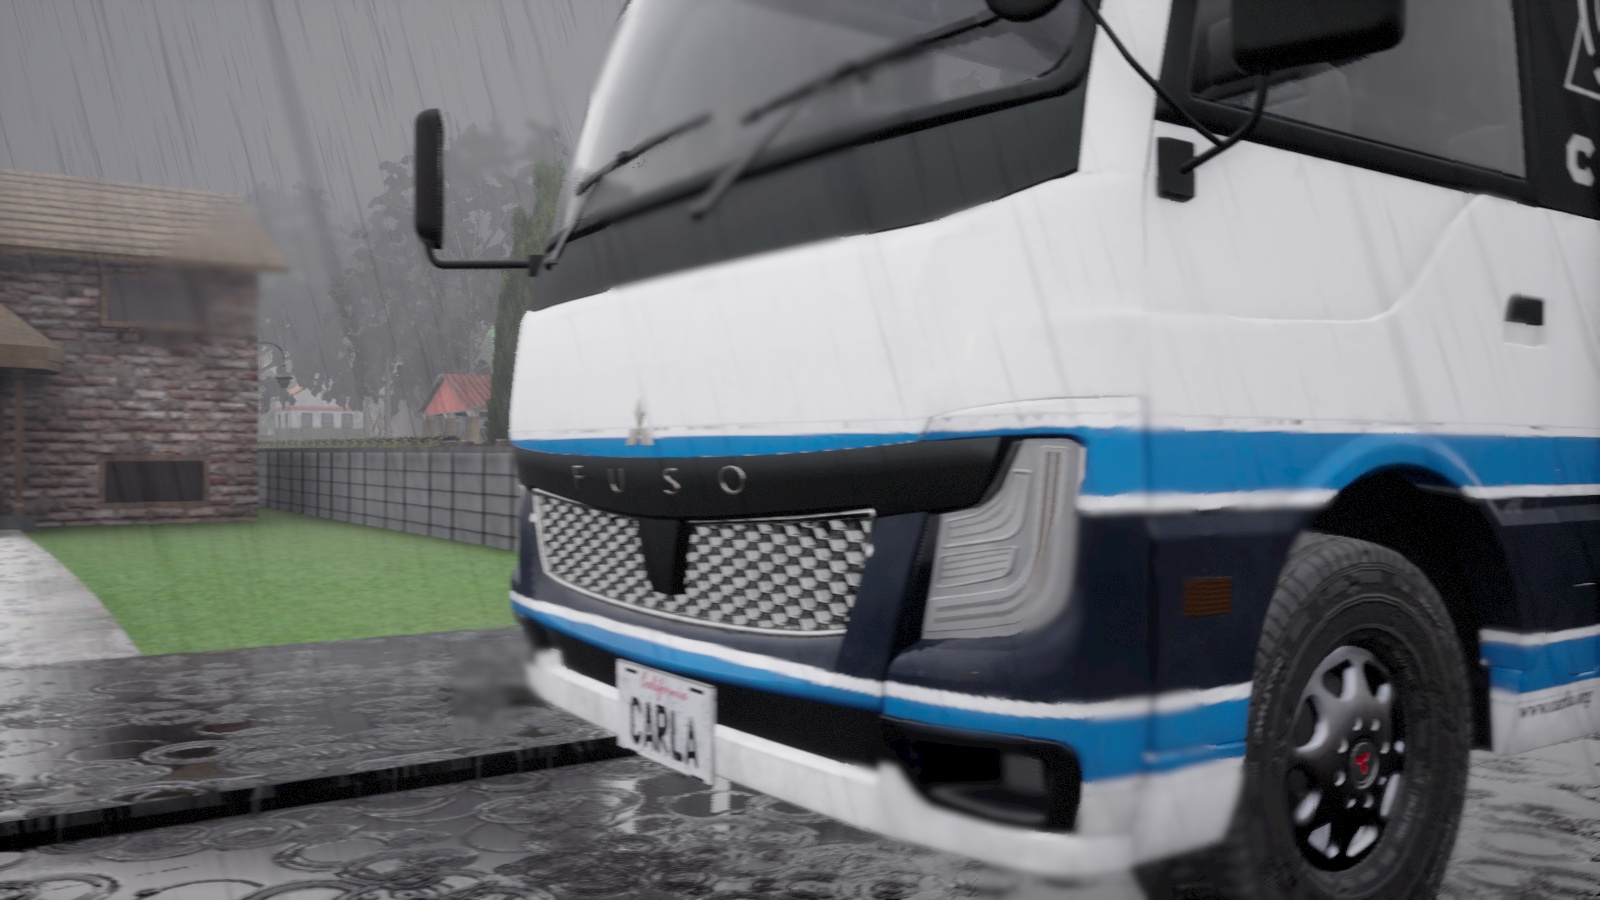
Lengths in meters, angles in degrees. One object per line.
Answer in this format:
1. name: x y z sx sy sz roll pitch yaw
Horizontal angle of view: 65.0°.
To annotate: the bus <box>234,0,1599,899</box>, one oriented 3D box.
1. bus: 3.055 -0.622 6.396 10.273 4.253 3.944 0 0 -35
